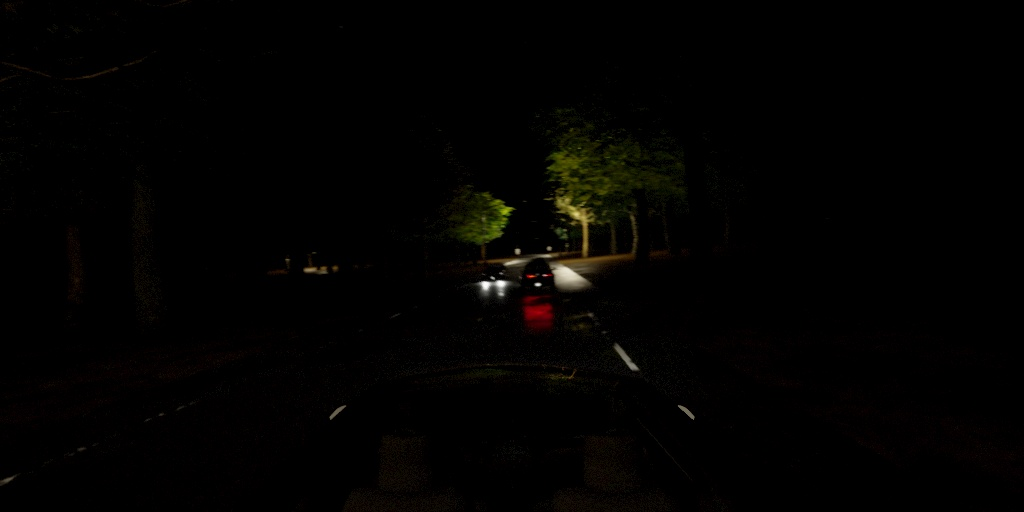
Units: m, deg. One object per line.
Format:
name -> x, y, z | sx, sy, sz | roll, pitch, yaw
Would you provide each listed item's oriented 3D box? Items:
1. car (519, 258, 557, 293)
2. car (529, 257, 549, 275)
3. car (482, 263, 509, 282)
car -> 1.472, 1.120, 20.154 | 1.837, 1.490, 4.892 | -3, 1, 5
car -> 2.766, 0.939, 36.146 | 1.837, 1.490, 4.892 | -3, 1, 5
car -> -1.284, 1.272, 30.210 | 2.033, 1.411, 5.357 | -3, 0, 5
